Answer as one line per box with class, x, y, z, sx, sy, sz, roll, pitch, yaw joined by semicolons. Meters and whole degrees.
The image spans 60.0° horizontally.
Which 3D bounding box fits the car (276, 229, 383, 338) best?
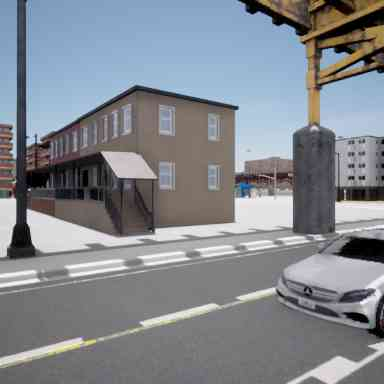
car;3.734;1.526;6.741;4.674;1.442;1.812;0;0;-36
